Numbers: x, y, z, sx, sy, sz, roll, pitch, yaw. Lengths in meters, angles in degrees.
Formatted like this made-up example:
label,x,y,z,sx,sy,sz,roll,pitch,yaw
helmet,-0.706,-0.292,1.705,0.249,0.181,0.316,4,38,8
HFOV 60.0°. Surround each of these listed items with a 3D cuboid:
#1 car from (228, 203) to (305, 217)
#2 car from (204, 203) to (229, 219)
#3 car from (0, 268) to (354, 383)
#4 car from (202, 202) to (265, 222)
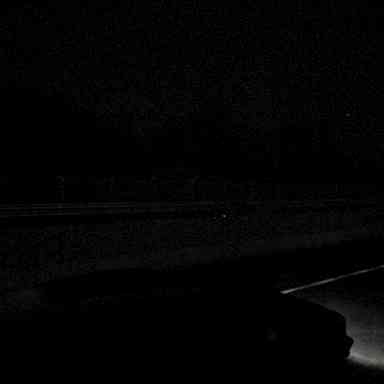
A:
label,x,y,z,sx,sy,sz,roll,pitch,yaw
car,4.872,1.520,20.358,5.008,1.535,1.882,0,0,-35
car,3.191,1.608,23.457,4.181,1.385,1.994,0,0,-35
car,-0.614,1.551,3.306,5.357,1.411,2.033,0,0,-35
car,3.575,1.600,28.032,5.357,1.411,2.033,0,0,-35
